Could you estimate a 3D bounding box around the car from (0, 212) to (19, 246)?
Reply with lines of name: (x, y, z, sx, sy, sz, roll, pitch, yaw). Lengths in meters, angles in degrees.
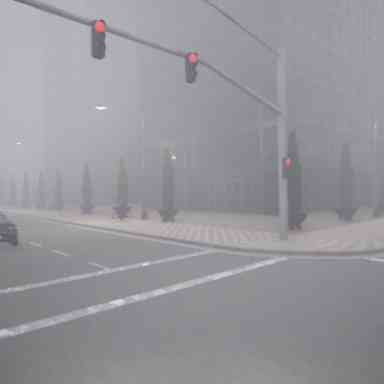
car: (-8.869, 1.567, 14.321, 1.812, 1.442, 4.674, -1, 0, -41)

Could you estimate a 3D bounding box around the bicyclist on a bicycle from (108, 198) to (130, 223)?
bicyclist on a bicycle: (-4.835, 1.225, 22.186, 1.656, 1.620, 0.582, -2, 1, -41)
